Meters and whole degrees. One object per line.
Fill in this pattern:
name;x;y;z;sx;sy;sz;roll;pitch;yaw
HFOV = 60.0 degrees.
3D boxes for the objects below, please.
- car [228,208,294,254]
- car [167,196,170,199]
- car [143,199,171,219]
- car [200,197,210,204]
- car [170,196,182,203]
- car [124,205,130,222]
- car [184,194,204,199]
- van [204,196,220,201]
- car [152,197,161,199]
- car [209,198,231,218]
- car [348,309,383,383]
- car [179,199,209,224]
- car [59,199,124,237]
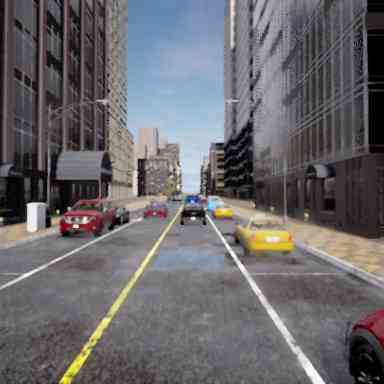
car;2.699;1.554;13.443;1.752;1.417;4.829;1;0;0
car;-5.706;1.771;90.321;1.947;1.339;4.313;1;0;0
car;-3.104;1.628;29.473;1.994;1.385;4.181;0;0;0
car;2.681;1.736;69.046;1.802;1.307;4.206;1;0;0
car;-3.023;1.679;69.955;1.895;1.301;4.718;0;0;0
car;-5.652;1.619;24.308;1.947;1.339;4.313;1;0;0
car;0.092;1.319;43.875;2.150;2.045;5.566;0;0;0
van;2.694;1.432;41.160;1.690;1.788;3.998;1;0;0
car;-5.658;1.556;52.185;1.967;1.590;4.097;1;0;0
car;2.694;1.591;30.175;1.752;1.417;4.829;1;0;0
car;2.704;1.445;2.119;1.967;1.590;4.097;1;0;0
car;0.091;1.561;25.078;1.837;1.490;4.892;0;0;0
car;-5.646;1.356;18.734;2.192;1.841;5.009;1;0;0
